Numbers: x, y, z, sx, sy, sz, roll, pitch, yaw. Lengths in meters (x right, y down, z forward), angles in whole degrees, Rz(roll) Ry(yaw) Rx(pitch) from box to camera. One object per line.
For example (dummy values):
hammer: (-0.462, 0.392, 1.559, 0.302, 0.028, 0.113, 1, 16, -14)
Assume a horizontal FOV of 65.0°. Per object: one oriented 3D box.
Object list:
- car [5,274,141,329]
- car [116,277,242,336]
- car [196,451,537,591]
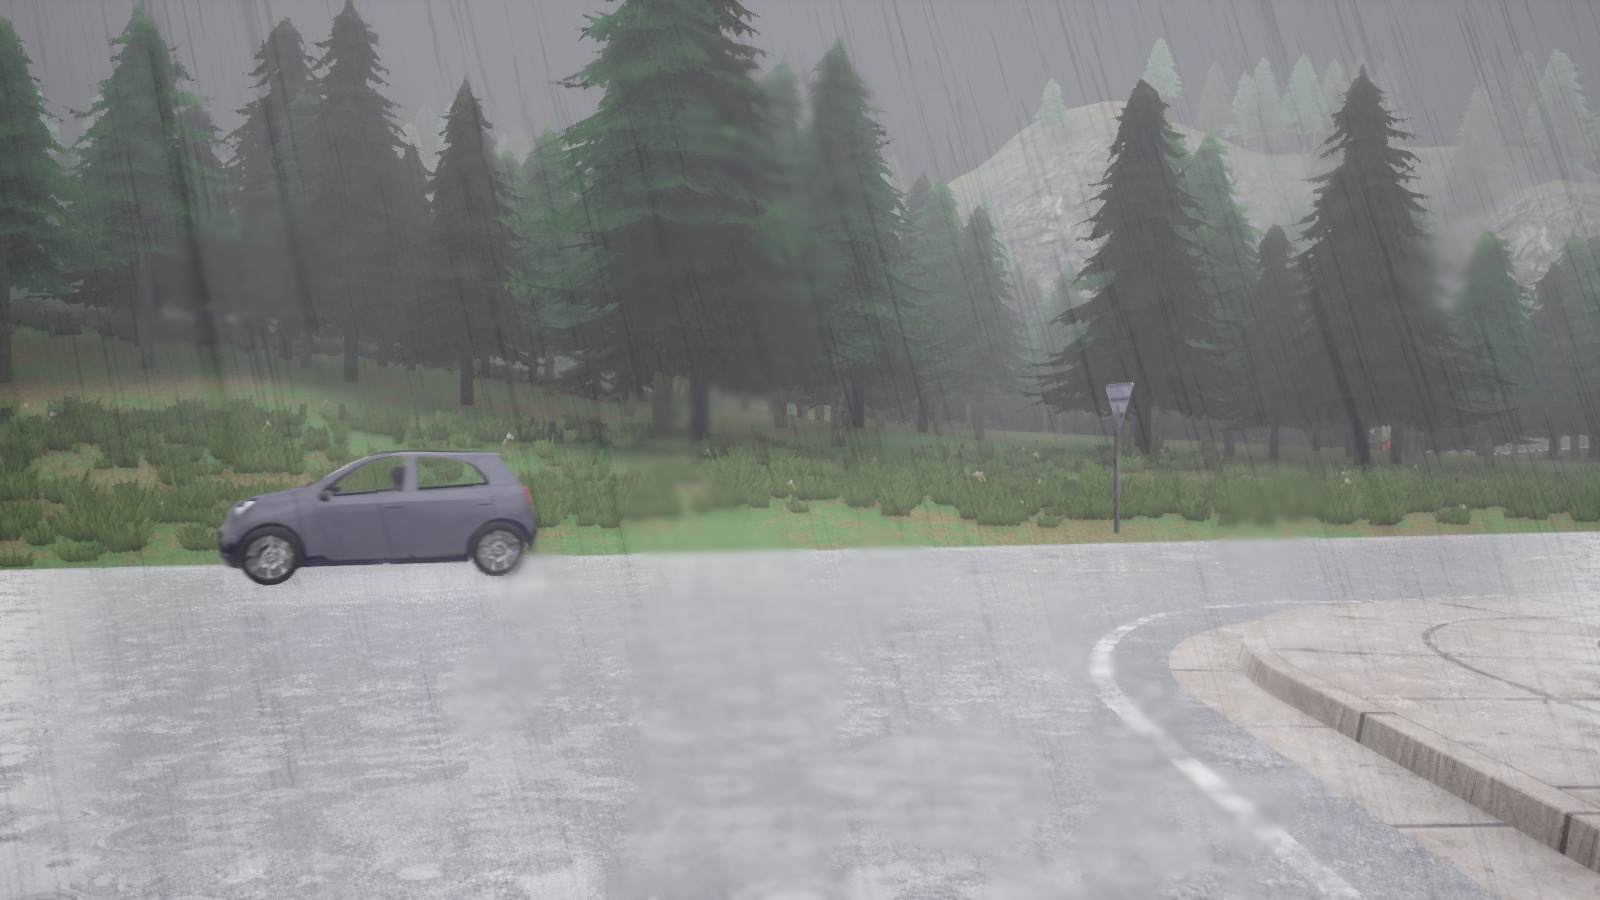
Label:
car: (-32.482, -6.598, 56.150, 5.027, 1.651, 2.152, 4, -2, -35)
car: (-27.532, -6.320, 55.767, 4.605, 1.855, 1.932, 5, -3, -38)
car: (-5.071, 0.777, 15.039, 3.633, 1.501, 1.845, 0, 0, -16)
